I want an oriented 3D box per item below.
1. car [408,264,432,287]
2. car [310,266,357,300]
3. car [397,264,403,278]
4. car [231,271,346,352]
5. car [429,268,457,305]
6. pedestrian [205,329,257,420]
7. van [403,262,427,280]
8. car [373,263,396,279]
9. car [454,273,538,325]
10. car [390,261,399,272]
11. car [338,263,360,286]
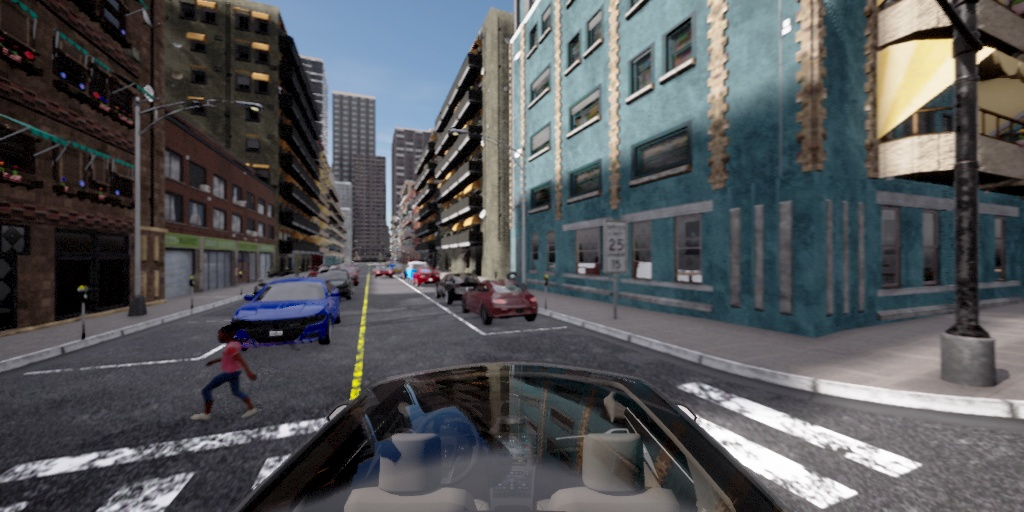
[{"bbox_3d":[-6.610,1.576,27.577,1.888,1.381,4.507,0,0,-22],"label":"car"},{"bbox_3d":[-9.468,1.471,19.059,1.837,1.490,4.892,0,-1,-22],"label":"car"},{"bbox_3d":[-10.671,1.719,37.850,1.948,1.339,4.313,0,0,-22],"label":"car"},{"bbox_3d":[-5.748,1.334,9.639,1.882,1.535,5.008,0,-1,-22],"label":"car"},{"bbox_3d":[-2.550,1.475,17.305,1.948,1.339,4.313,0,0,-22],"label":"car"},{"bbox_3d":[-3.477,1.089,4.471,0.375,1.860,0.375,-1,0,-22],"label":"pedestrian"},{"bbox_3d":[-8.641,1.433,32.714,1.690,1.789,3.998,0,0,-22],"label":"van"},{"bbox_3d":[-14.260,1.793,39.772,1.895,1.301,4.718,0,-1,-21],"label":"car"},{"bbox_3d":[-0.519,1.432,12.169,1.802,1.307,4.207,0,0,-22],"label":"car"},{"bbox_3d":[-16.825,1.864,53.417,1.751,1.417,4.829,0,0,-22],"label":"car"},{"bbox_3d":[-13.188,1.556,28.506,1.882,1.535,5.008,0,-1,-22],"label":"car"}]
